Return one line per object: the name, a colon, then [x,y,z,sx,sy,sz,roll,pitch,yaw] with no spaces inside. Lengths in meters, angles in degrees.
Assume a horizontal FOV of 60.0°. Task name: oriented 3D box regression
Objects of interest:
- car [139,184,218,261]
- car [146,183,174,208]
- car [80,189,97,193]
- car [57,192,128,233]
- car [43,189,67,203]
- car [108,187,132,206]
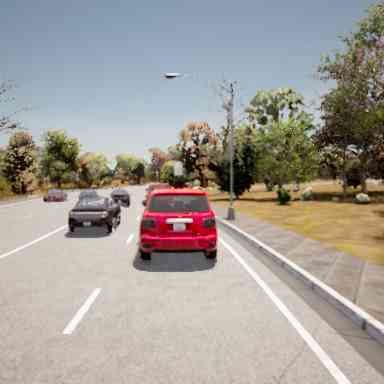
car: [-0.496,0.872,11.010,2.150,2.045,5.566,0,2,-4]
car: [-3.077,0.251,30.670,2.150,2.045,5.566,0,2,-10]
car: [-11.604,0.378,37.427,1.994,1.385,4.181,0,2,-11]
car: [-4.483,0.990,15.815,2.128,1.511,4.902,0,2,-6]
car: [-15.038,0.398,36.752,1.994,1.385,4.181,0,2,-11]
car: [-6.745,0.514,31.285,1.837,1.490,4.892,0,2,-10]
